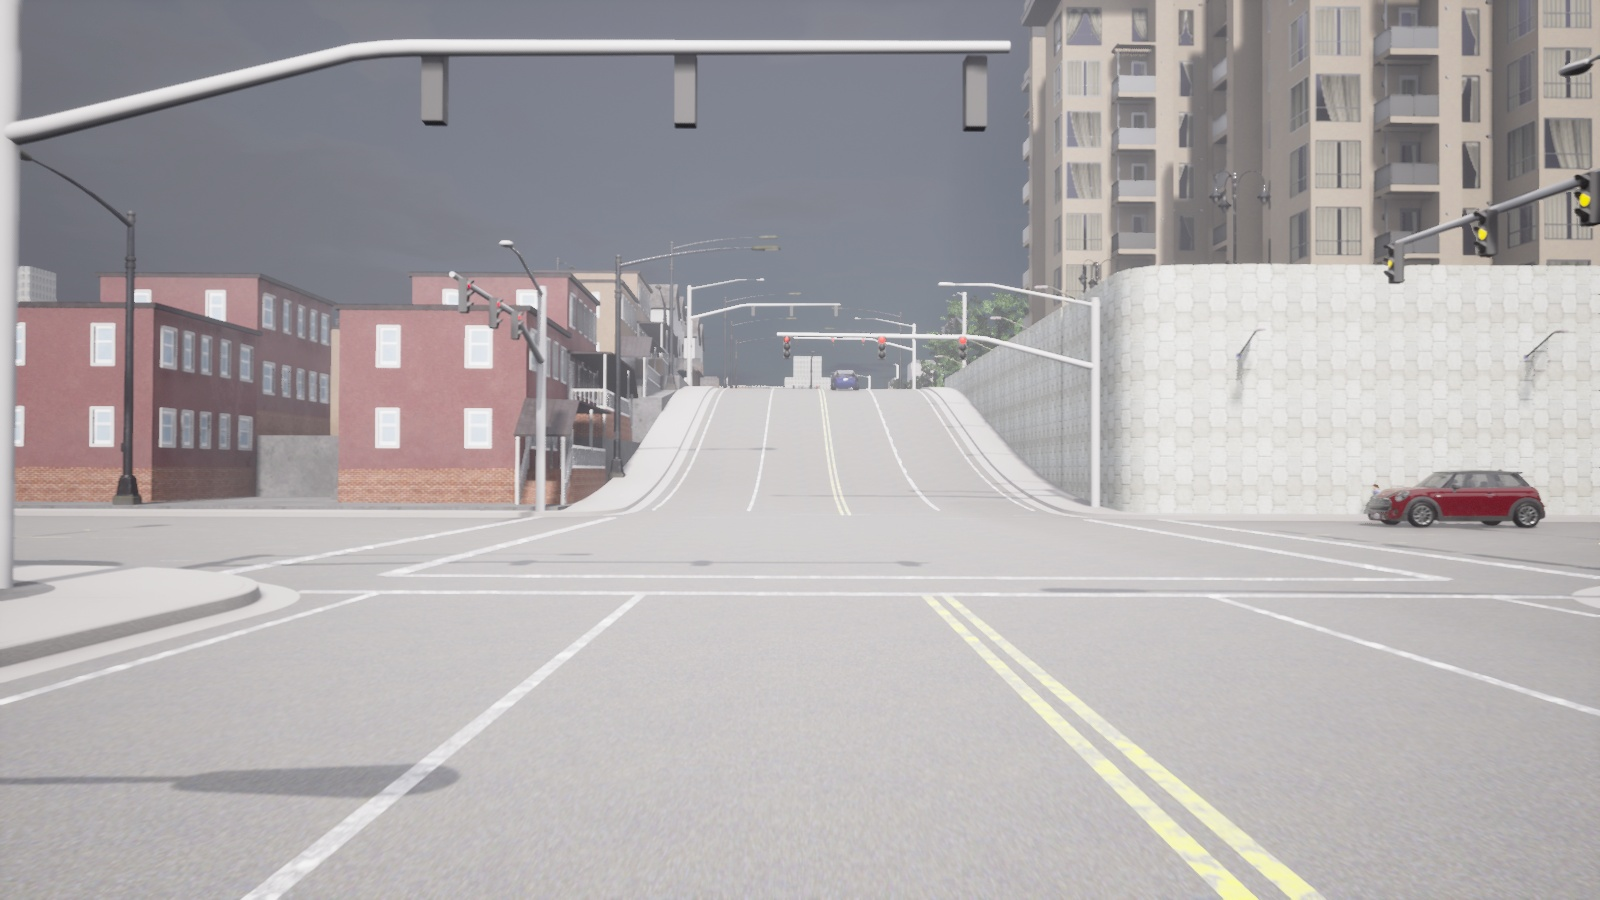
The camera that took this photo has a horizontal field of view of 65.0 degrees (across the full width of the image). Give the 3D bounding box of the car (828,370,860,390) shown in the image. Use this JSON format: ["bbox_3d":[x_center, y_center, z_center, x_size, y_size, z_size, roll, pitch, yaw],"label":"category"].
[{"bbox_3d":[3.231,-5.165,92.528,2.163,1.488,4.792,0,3,0],"label":"car"}]

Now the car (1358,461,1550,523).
[{"bbox_3d":[19.168,1.215,36.965,4.553,1.767,2.097,0,-1,0],"label":"car"}]
